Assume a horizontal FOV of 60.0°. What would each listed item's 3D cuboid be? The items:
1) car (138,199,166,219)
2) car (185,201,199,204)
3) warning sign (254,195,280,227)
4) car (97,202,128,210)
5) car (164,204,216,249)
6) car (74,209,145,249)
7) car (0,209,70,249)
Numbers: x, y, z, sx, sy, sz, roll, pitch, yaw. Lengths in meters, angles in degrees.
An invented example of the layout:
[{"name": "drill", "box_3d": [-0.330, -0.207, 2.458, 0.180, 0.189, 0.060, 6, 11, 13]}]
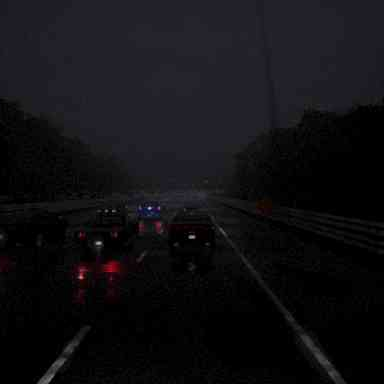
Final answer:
[{"name": "car", "box_3d": [-3.500, 1.403, 29.635, 2.097, 1.767, 4.553, 0, 0, 0]}, {"name": "car", "box_3d": [0.000, 1.570, 29.665, 1.812, 1.442, 4.674, 0, 0, 0]}, {"name": "warning sign", "box_3d": [4.578, 1.140, 20.522, 1.300, 1.860, 1.060, 2, 2, 0]}, {"name": "car", "box_3d": [-7.000, 1.600, 29.665, 2.033, 1.411, 5.357, 0, 0, 0]}, {"name": "car", "box_3d": [0.000, 1.502, 14.658, 1.882, 1.535, 5.008, 0, 0, 0]}, {"name": "car", "box_3d": [-3.500, 1.633, 14.688, 1.895, 1.301, 4.718, 0, 0, 0]}, {"name": "car", "box_3d": [-7.000, 1.502, 14.658, 1.882, 1.535, 5.008, 0, 0, 0]}]
